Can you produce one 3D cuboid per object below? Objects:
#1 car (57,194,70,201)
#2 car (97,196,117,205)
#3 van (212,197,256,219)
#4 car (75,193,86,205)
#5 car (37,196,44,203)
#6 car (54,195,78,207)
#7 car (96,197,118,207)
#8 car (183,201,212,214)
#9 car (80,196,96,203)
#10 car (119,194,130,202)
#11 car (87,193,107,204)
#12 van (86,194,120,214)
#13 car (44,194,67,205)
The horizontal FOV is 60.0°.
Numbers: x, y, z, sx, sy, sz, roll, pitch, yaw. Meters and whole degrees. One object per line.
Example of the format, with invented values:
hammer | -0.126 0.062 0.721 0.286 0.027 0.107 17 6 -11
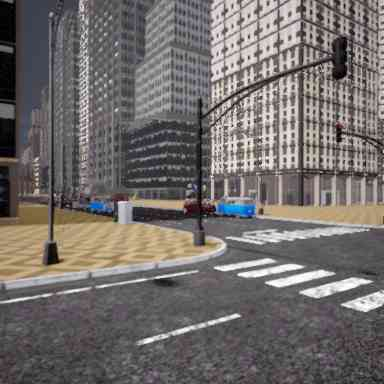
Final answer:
car | -31.658 1.257 82.030 1.882 1.535 5.008 0 0 -34
car | -14.771 1.462 57.671 1.887 1.381 4.507 0 0 -34
van | 3.950 1.410 30.214 1.690 1.788 3.998 0 0 -34
car | -18.736 1.403 58.723 1.837 1.490 4.892 0 0 -34
car | -27.920 1.431 62.149 1.802 1.307 4.206 0 0 -34
car | -18.607 1.492 48.386 1.947 1.339 4.313 0 0 -34
car | -12.923 1.471 50.212 1.812 1.442 4.674 0 0 -33
car | 0.769 1.588 34.749 1.887 1.381 4.507 0 0 -34
car | -20.980 1.432 66.847 1.947 1.339 4.313 0 0 -34
car | -11.665 1.258 53.083 2.192 1.841 5.009 0 0 -34
car | -17.874 1.207 62.259 2.192 1.841 5.009 0 0 -34
van | -9.291 1.342 34.624 1.690 1.788 3.998 0 0 -34
car | -21.711 1.451 52.973 2.008 1.369 4.403 0 0 -34
